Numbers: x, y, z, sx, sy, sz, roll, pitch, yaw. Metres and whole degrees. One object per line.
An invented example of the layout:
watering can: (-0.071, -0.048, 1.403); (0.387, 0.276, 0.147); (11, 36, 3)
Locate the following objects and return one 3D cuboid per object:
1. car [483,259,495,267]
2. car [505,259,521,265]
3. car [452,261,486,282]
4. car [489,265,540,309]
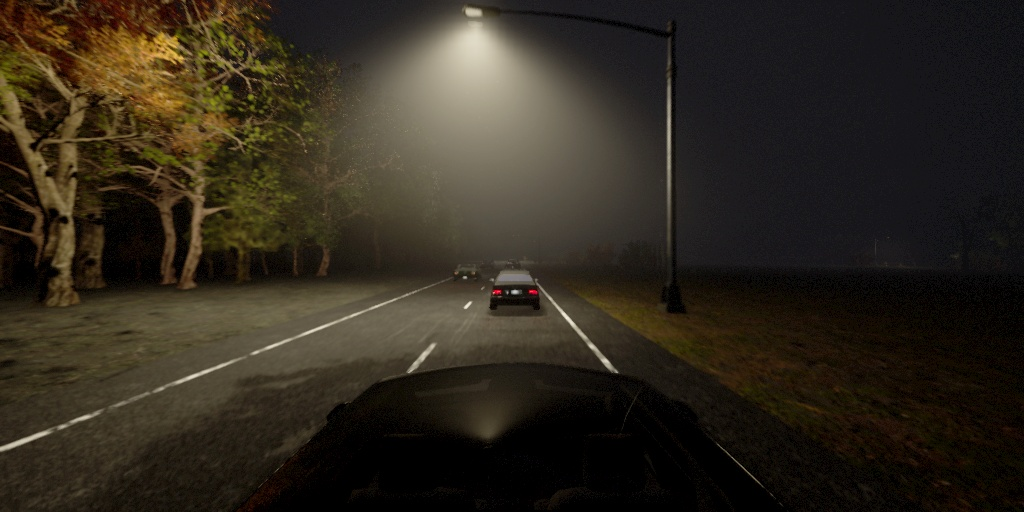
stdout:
car: (-3.387, 1.118, 51.696); (2.033, 1.411, 5.357); (0, 0, 0)
car: (0.110, 1.090, 44.558); (2.128, 1.511, 4.902); (0, 0, 0)
car: (-3.393, 1.260, 28.122); (1.895, 1.301, 4.718); (0, 0, 0)
car: (0.102, 1.254, 14.555); (2.033, 1.411, 5.357); (0, 0, 0)
